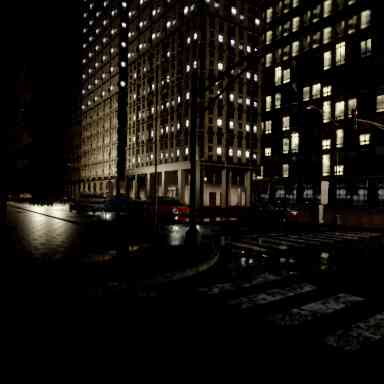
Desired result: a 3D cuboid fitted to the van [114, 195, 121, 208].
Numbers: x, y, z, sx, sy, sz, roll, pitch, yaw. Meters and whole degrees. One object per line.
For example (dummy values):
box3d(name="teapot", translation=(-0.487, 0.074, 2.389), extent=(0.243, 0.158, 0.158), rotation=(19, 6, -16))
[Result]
box3d(name="van", translation=(-10.545, 1.368, 46.973), extent=(1.690, 1.788, 3.998), rotation=(1, -1, -35))

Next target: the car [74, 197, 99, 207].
box3d(name="car", translation=(-16.062, 1.517, 50.269), extent=(2.033, 1.411, 5.357), rotation=(1, -1, -36))

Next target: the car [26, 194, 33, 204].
box3d(name="car", translation=(-23.917, 1.432, 51.346), extent=(1.802, 1.307, 4.206), rotation=(1, -1, -35))

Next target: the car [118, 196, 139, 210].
box3d(name="car", translation=(-7.284, 1.584, 42.362), extent=(2.008, 1.369, 4.403), rotation=(1, -1, -35))

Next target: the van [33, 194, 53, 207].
box3d(name="van", translation=(-20.648, 1.197, 46.739), extent=(1.690, 1.788, 3.998), rotation=(1, -1, -35))

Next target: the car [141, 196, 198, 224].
box3d(name="car", translation=(-1.542, 1.295, 24.247), extent=(2.097, 1.767, 4.553), rotation=(1, -1, -35))

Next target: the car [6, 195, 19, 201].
box3d(name="car", translation=(-40.241, 1.377, 74.393), extent=(2.008, 1.369, 4.403), rotation=(1, -1, -35))

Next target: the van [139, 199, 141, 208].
box3d(name="van", translation=(-4.015, 1.382, 37.754), extent=(1.690, 1.788, 3.998), rotation=(1, -1, -35))

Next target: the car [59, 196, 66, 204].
box3d(name="car", translation=(-22.192, 1.464, 58.922), extent=(1.837, 1.490, 4.892), rotation=(1, -1, -35))

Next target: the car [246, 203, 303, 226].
box3d(name="car", translation=(5.778, 1.505, 23.925), extent=(1.967, 1.590, 4.097), rotation=(1, -1, -35))

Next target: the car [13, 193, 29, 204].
box3d(name="car", translation=(-30.443, 1.155, 60.568), extent=(2.192, 1.841, 5.009), rotation=(1, -1, -35))

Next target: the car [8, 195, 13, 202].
box3d(name="car", translation=(-36.977, 1.396, 69.784), extent=(1.947, 1.339, 4.313), rotation=(1, -1, -35))

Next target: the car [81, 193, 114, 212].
box3d(name="car", translation=(-11.283, 1.142, 38.015), extent=(2.150, 2.045, 5.566), rotation=(1, -1, -35))

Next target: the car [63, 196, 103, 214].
box3d(name="car", translation=(-10.857, 1.427, 32.909), extent=(2.008, 1.369, 4.403), rotation=(1, -1, -35))

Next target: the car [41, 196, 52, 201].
box3d(name="car", translation=(-36.670, 1.570, 83.845), extent=(1.802, 1.307, 4.206), rotation=(1, -1, -35))

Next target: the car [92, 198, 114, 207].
box3d(name="car", translation=(-13.815, 1.586, 51.580), extent=(1.947, 1.339, 4.313), rotation=(1, -1, -35))
